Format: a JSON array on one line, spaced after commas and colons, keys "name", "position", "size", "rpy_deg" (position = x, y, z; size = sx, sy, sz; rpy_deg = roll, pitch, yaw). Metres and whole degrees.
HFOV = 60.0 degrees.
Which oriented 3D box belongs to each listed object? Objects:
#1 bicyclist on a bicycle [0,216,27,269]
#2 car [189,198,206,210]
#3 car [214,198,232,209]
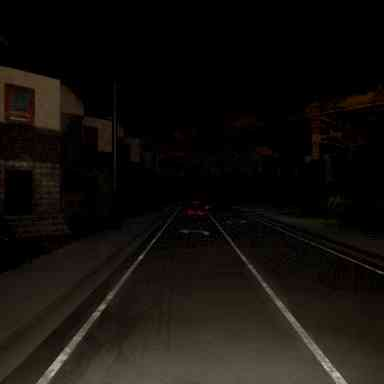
[{"name": "bicyclist on a bicycle", "position": [-5.284, 1.305, 9.007], "size": [1.656, 1.620, 0.582], "rpy_deg": [-1, 0, 0]}, {"name": "car", "position": [0.720, 1.492, 42.927], "size": [2.128, 1.511, 4.902], "rpy_deg": [0, 0, 5]}, {"name": "car", "position": [4.145, 1.547, 44.434], "size": [2.033, 1.411, 5.357], "rpy_deg": [0, 0, 11]}]
